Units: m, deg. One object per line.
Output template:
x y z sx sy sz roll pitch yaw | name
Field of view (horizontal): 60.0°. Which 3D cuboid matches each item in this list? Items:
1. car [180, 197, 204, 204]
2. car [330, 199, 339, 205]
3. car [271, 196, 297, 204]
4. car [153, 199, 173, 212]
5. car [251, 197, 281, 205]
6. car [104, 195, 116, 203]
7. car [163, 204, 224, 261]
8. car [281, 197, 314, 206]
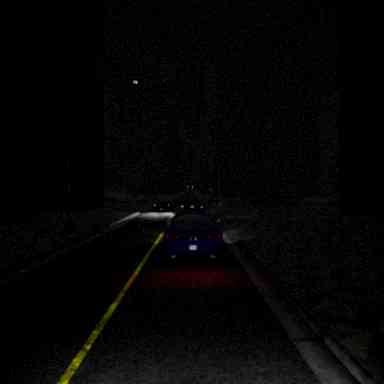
0.008 1.226 28.944 2.097 1.767 4.553 0 0 0 | car
28.911 1.748 63.856 4.507 1.381 1.887 1 -1 0 | car
17.624 1.575 63.827 4.403 1.369 2.008 1 -1 0 | car
-3.178 1.442 36.799 1.895 1.301 4.718 0 0 0 | car
11.994 1.542 55.289 4.313 1.339 1.947 1 -1 0 | car
-14.914 1.136 55.125 4.403 1.369 2.008 1 -1 0 | car
0.048 1.420 12.018 1.882 1.535 5.008 0 0 0 | car
17.807 1.591 55.304 4.829 1.417 1.752 1 -1 0 | car
